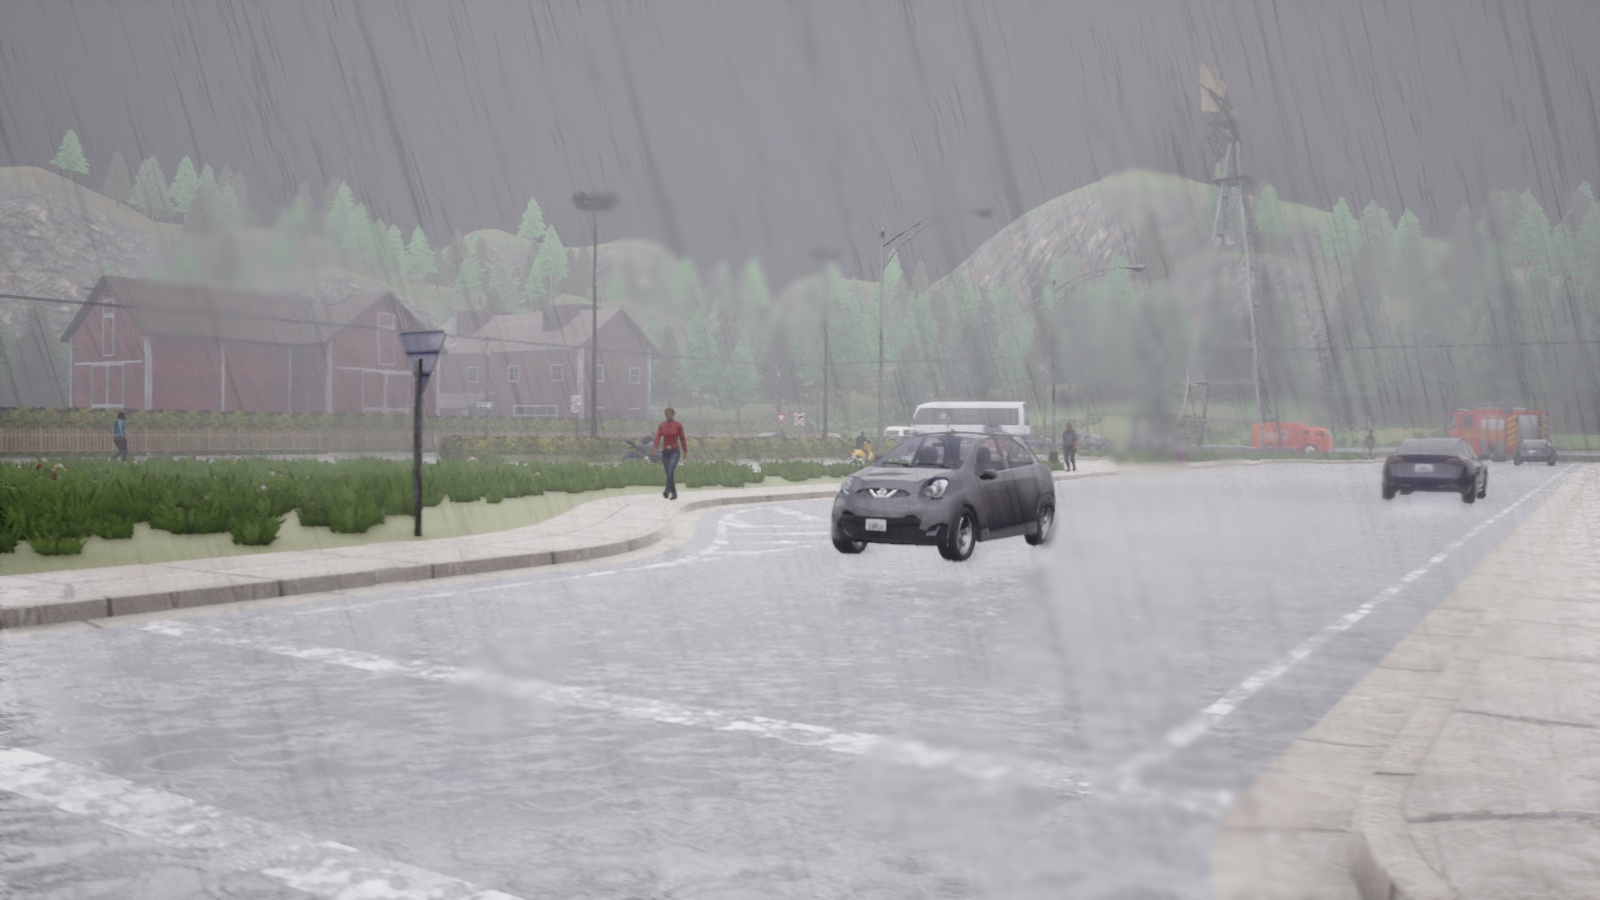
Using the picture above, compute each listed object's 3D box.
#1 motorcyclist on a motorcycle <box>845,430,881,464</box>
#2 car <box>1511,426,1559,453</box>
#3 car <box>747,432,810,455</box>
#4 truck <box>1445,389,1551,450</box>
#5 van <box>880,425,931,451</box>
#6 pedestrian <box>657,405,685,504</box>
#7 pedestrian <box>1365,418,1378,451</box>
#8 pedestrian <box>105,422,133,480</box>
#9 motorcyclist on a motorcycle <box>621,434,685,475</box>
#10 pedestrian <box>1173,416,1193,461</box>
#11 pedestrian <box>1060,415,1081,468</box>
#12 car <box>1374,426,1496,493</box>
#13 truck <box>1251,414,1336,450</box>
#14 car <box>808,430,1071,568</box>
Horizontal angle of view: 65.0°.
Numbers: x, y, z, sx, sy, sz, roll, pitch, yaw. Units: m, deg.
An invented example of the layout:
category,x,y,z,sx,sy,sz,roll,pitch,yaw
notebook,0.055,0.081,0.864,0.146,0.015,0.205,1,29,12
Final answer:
category,x,y,z,sx,sy,sz,roll,pitch,yaw
motorcyclist on a motorcycle,2.966,-0.144,58.974,0.866,1.590,1.817,0,1,33
car,41.977,-0.627,71.653,2.163,1.488,4.792,0,1,33
car,-1.416,-0.447,83.724,2.007,1.525,4.514,0,1,33
truck,46.493,-2.002,83.993,2.891,3.827,8.468,0,1,4
van,8.262,-0.958,98.379,2.069,2.038,4.480,0,1,33
pedestrian,-2.430,0.086,23.705,0.331,1.846,0.636,0,1,11
pedestrian,33.783,-0.932,74.274,0.692,1.930,0.396,-1,1,-34
pedestrian,-22.603,0.026,41.678,0.396,1.930,0.692,0,1,33
motorcyclist on a motorcycle,-5.567,0.170,47.564,2.191,1.530,0.866,-1,0,-29
pedestrian,16.683,-0.510,54.735,0.659,1.952,0.873,0,1,30
pedestrian,9.576,-0.305,44.458,0.540,1.848,0.694,0,1,31
car,15.509,0.175,30.513,2.163,1.488,4.792,0,1,33
truck,34.974,-1.286,89.044,5.204,2.467,2.627,0,1,34
car,1.863,0.514,15.772,1.845,1.501,3.633,0,1,33
